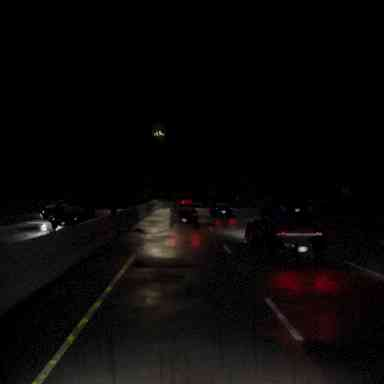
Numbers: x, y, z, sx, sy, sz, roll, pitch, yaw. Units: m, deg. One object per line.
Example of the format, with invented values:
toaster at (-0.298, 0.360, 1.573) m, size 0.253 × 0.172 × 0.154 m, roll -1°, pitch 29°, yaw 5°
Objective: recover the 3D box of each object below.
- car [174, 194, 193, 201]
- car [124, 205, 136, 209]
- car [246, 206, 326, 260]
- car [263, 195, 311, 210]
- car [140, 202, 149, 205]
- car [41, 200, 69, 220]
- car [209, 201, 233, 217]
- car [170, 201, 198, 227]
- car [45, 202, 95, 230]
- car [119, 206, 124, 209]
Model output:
car at (-1.076, 1.297, 41.027) m, size 2.150 × 2.045 × 5.566 m, roll 0°, pitch 0°, yaw -2°
car at (-12.539, 3.442, 70.372) m, size 1.895 × 1.301 × 4.718 m, roll 0°, pitch -6°, yaw -2°
car at (3.253, 1.501, 12.384) m, size 2.128 × 1.511 × 4.902 m, roll 0°, pitch 0°, yaw -1°
car at (6.451, 1.238, 23.237) m, size 2.150 × 2.045 × 5.566 m, roll 0°, pitch 0°, yaw -2°
car at (-8.867, 2.653, 63.805) m, size 1.882 × 1.535 × 5.008 m, roll 0°, pitch -5°, yaw -1°
car at (-11.430, 1.691, 29.211) m, size 1.895 × 1.301 × 4.718 m, roll 0°, pitch 0°, yaw -2°
car at (2.716, 1.570, 31.217) m, size 1.812 × 1.442 × 4.674 m, roll 0°, pitch 0°, yaw -2°
car at (-0.545, 1.567, 22.784) m, size 1.812 × 1.442 × 4.674 m, roll 0°, pitch 0°, yaw -2°
car at (-7.718, 1.591, 22.046) m, size 1.812 × 1.442 × 4.674 m, roll 0°, pitch 0°, yaw -2°
car at (-16.290, 4.170, 78.924) m, size 1.837 × 1.490 × 4.892 m, roll 0°, pitch -6°, yaw -2°
